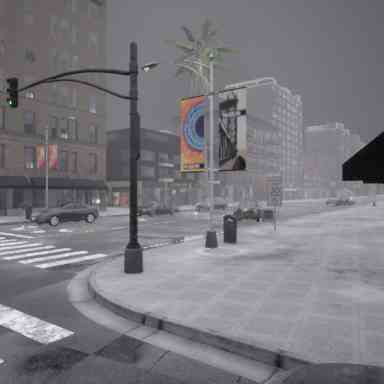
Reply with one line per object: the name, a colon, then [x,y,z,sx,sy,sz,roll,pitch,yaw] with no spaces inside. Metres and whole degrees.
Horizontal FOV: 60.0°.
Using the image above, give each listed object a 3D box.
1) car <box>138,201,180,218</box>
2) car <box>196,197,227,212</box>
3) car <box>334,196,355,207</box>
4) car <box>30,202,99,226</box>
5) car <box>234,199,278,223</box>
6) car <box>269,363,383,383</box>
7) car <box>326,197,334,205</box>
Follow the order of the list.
car: [-3.286,1.579,31.536,2.033,1.411,5.357,0,0,35]
car: [2.361,1.404,39.546,2.097,1.767,4.553,0,0,35]
car: [25.852,1.488,55.655,2.097,1.767,4.553,0,0,35]
car: [-8.905,1.520,23.555,1.837,1.490,4.892,0,0,35]
car: [5.156,1.397,26.243,2.097,1.767,4.553,0,0,35]
car: [2.218,1.551,1.268,4.403,1.369,2.008,0,0,35]
car: [26.381,1.710,62.054,1.994,1.385,4.181,0,0,35]
